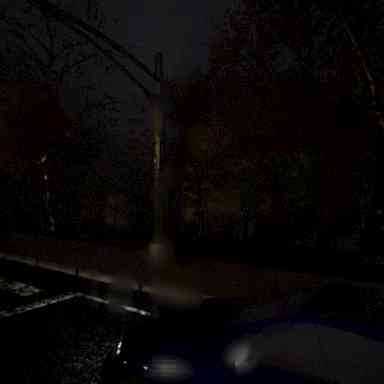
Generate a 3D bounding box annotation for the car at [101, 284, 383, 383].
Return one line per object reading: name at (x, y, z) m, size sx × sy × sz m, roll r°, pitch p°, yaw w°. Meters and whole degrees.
car at (1.147, 1.564, 2.865) m, size 4.181 × 1.385 × 1.994 m, roll 0°, pitch 0°, yaw 35°
